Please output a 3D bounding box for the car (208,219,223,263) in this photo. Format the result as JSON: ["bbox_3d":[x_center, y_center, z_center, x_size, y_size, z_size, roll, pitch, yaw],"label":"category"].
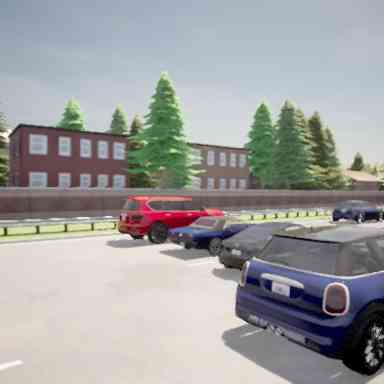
[{"bbox_3d":[2.817,1.592,10.053,4.181,1.385,1.994,0,0,-35],"label":"car"}]

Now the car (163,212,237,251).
[{"bbox_3d":[1.458,1.632,13.384,4.718,1.301,1.895,0,0,-35],"label":"car"}]

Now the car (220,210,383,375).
[{"bbox_3d":[2.963,1.372,5.859,4.553,1.767,2.097,0,0,-35],"label":"car"}]

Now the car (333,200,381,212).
[{"bbox_3d":[12.977,1.442,25.900,4.553,1.767,2.097,0,0,-35],"label":"car"}]

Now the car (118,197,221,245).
[{"bbox_3d":[-0.793,1.251,16.078,5.566,2.045,2.150,0,0,-35],"label":"car"}]
